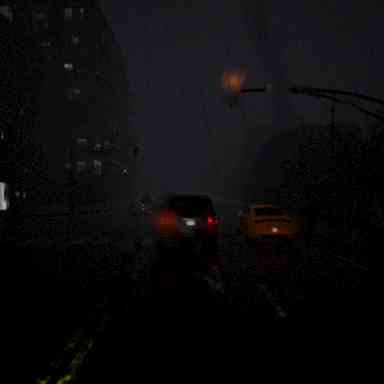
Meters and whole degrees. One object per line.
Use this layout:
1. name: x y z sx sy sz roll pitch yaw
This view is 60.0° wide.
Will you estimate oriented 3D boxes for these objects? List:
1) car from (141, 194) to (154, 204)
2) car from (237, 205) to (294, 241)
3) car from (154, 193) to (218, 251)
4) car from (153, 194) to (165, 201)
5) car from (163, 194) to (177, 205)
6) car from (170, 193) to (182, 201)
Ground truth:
1. car: -6.586 1.059 50.568 2.128 1.511 4.902 0 0 0
2. car: 3.323 1.338 15.750 1.882 1.535 5.008 0 1 0
3. car: -0.354 1.101 13.800 2.150 2.045 5.566 1 1 -6
4. car: -6.517 1.043 66.118 1.895 1.301 4.718 0 0 0
5. car: -3.337 1.072 50.564 1.837 1.490 4.892 0 1 0
6. car: -3.268 0.931 66.975 2.128 1.511 4.902 0 1 0
